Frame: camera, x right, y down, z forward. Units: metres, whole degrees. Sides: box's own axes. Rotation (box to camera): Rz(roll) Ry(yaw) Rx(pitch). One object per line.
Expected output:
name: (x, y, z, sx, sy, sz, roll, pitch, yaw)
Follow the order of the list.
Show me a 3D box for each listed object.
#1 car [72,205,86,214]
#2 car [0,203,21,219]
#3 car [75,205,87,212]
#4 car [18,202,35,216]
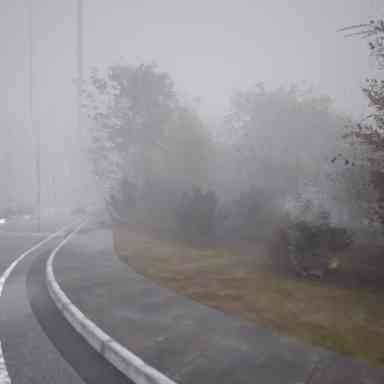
car: (-20.580, 3.233, 60.200, 1.994, 1.385, 4.181, 1, -2, -15)
car: (-22.147, 2.305, 38.978, 2.128, 1.511, 4.902, 1, -2, -14)
car: (-23.212, 3.369, 69.714, 2.033, 1.411, 5.357, 1, -2, -16)
car: (-24.842, 2.435, 49.249, 2.150, 2.045, 5.566, 1, -2, -15)
